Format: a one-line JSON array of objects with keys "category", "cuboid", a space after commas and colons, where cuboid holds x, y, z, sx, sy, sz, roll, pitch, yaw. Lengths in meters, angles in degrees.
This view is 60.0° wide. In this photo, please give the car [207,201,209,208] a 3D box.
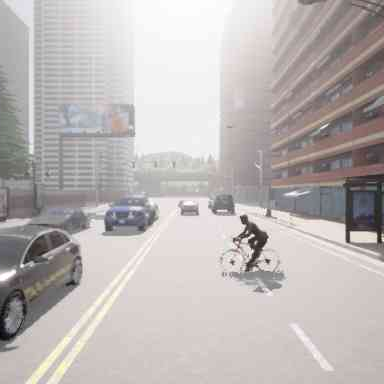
[{"category": "car", "cuboid": [3.173, 1.547, 46.065, 2.033, 1.411, 5.357, 0, 0, 0]}]

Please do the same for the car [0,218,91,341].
[{"category": "car", "cuboid": [-3.640, 1.506, 6.566, 1.837, 1.490, 4.892, 0, 0, 0]}]

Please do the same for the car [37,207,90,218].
[{"category": "car", "cuboid": [-7.206, 1.548, 18.606, 2.033, 1.411, 5.357, 0, 0, 0]}]

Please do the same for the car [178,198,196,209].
[{"category": "car", "cuboid": [-0.809, 1.601, 47.756, 1.895, 1.301, 4.718, 0, 0, -9]}]

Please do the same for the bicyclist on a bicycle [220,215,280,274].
[{"category": "bicyclist on a bicycle", "cuboid": [1.592, 1.452, 9.155, 1.656, 1.620, 0.582, 0, 0, 0]}]

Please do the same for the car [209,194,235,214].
[{"category": "car", "cuboid": [3.293, 1.221, 35.879, 2.150, 2.045, 5.566, 0, 0, 0]}]

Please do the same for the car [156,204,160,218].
[{"category": "car", "cuboid": [-3.701, 1.528, 27.113, 2.128, 1.511, 4.902, 0, 0, 0]}]

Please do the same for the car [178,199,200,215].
[{"category": "car", "cuboid": [-0.207, 1.547, 34.420, 2.033, 1.411, 5.357, 0, 0, 0]}]

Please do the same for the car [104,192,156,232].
[{"category": "car", "cuboid": [-3.742, 1.222, 20.430, 2.150, 2.045, 5.566, 0, 0, 0]}]
